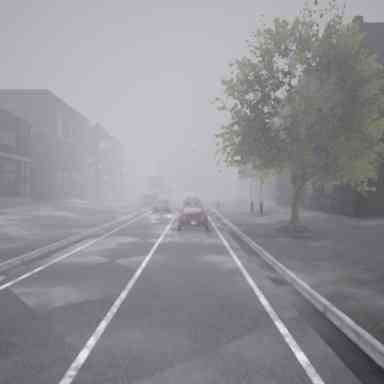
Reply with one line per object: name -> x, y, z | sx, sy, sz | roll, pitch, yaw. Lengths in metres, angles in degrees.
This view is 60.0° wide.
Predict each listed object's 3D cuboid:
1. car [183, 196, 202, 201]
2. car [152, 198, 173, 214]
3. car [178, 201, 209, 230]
car -> 0.052, 1.286, 38.844 | 2.097, 1.767, 4.553 | 0, 0, 0
car -> -3.041, 1.454, 34.795 | 1.837, 1.490, 4.892 | 0, 0, 0
car -> 0.075, 1.529, 20.979 | 1.812, 1.442, 4.674 | 0, 0, 0
